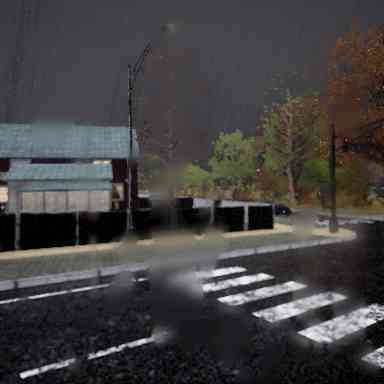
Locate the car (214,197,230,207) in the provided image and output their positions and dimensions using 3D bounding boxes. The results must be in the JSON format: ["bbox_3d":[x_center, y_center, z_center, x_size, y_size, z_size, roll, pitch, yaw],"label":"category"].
[{"bbox_3d":[4.112,1.440,46.334,2.128,1.511,4.902,-1,1,-15],"label":"car"}]

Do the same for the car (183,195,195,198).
[{"bbox_3d":[-0.699,1.347,64.933,1.837,1.490,4.892,-1,0,-14],"label":"car"}]

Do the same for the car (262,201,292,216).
[{"bbox_3d":[7.844,1.596,32.170,1.994,1.385,4.181,-1,1,-15],"label":"car"}]
